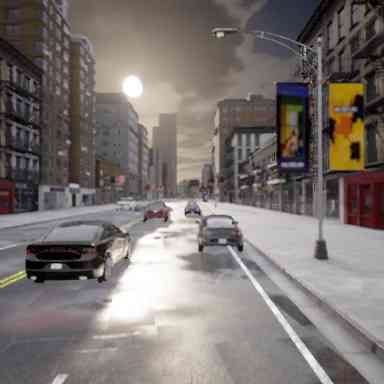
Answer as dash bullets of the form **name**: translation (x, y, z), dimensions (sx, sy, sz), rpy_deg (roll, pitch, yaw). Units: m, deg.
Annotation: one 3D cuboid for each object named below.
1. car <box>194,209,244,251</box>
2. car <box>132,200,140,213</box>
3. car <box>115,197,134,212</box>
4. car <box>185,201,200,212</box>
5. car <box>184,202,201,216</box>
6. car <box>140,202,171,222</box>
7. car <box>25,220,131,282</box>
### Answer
- **car**: translation (1.150, 1.699, 14.774), dimensions (1.812, 1.442, 4.674), rpy_deg (0, -1, 0)
- **car**: translation (-6.554, 2.052, 45.524), dimensions (1.812, 1.442, 4.674), rpy_deg (0, -1, 0)
- **car**: translation (-9.789, 1.795, 49.276), dimensions (2.150, 2.045, 5.566), rpy_deg (0, -1, 0)
- **car**: translation (0.037, 2.109, 48.981), dimensions (2.033, 1.411, 5.357), rpy_deg (0, -1, 0)
- **car**: translation (0.074, 2.047, 38.789), dimensions (1.895, 1.301, 4.718), rpy_deg (0, -1, 1)
- **car**: translation (-3.127, 1.708, 30.608), dimensions (2.097, 1.767, 4.553), rpy_deg (0, -1, 0)
- **car**: translation (-3.141, 1.600, 10.186), dimensions (1.882, 1.535, 5.008), rpy_deg (0, -1, 0)
